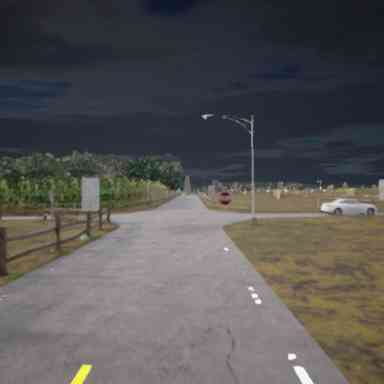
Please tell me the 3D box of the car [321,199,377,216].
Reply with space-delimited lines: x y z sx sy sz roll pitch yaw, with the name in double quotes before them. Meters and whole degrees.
"car" 13.904 1.330 29.580 4.674 1.442 1.812 -1 -1 0
